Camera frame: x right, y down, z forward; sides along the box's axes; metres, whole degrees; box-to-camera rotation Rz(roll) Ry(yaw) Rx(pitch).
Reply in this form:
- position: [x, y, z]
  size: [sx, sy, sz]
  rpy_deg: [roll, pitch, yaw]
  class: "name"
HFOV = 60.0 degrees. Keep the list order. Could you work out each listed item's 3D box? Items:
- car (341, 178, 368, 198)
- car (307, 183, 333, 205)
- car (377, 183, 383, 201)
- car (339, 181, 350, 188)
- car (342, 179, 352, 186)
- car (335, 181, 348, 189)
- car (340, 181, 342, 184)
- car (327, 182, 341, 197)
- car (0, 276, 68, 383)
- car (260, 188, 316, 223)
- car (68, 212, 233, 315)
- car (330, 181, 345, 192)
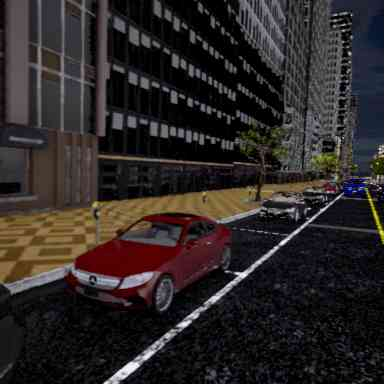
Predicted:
- position: [18.730, -0.476, 38.115]
  size: [2.150, 2.045, 5.566]
  rpy_deg: [4, 4, 27]
  class: "car"
- position: [9.891, 0.211, 26.830]
  size: [2.008, 1.369, 4.403]
  rpy_deg: [4, 4, 27]
  class: "car"
- position: [19.363, 0.172, 32.700]
  size: [2.128, 1.511, 4.902]
  rpy_deg: [4, 4, 27]
  class: "car"
- position: [33.219, -1.743, 72.313]
  size: [2.008, 1.369, 4.403]
  rpy_deg: [4, 4, 27]
  class: "car"
- position: [38.407, -2.289, 82.413]
  size: [1.967, 1.590, 4.097]
  rpy_deg: [4, 4, 27]
  class: "car"
- position: [28.034, -1.293, 62.207]
  size: [1.947, 1.339, 4.313]
  rpy_deg: [4, 4, 27]
  class: "car"
- position: [17.671, -0.549, 41.984]
  size: [1.967, 1.590, 4.097]
  rpy_deg: [4, 4, 27]
  class: "car"
- position: [15.074, -0.191, 36.939]
  size: [1.802, 1.307, 4.206]
  rpy_deg: [4, 4, 27]
  class: "car"
- position: [-3.069, 1.294, 1.562]
  size: [2.008, 1.369, 4.403]
  rpy_deg: [4, 4, 27]
  class: "car"
- position: [4.708, 0.645, 16.723]
  size: [2.008, 1.369, 4.403]
  rpy_deg: [4, 4, 27]
  class: "car"
- position: [-0.477, 1.109, 6.618]
  size: [1.802, 1.307, 4.206]
  rpy_deg: [4, 4, 27]
  class: "car"
- position: [22.775, -0.892, 51.946]
  size: [1.752, 1.417, 4.829]
  rpy_deg: [4, 4, 27]
  class: "car"
